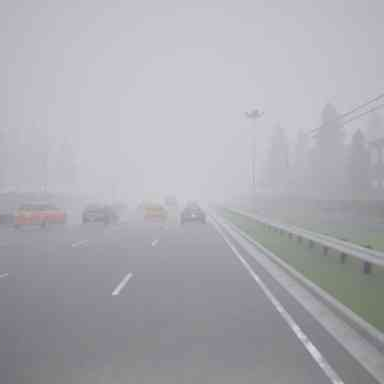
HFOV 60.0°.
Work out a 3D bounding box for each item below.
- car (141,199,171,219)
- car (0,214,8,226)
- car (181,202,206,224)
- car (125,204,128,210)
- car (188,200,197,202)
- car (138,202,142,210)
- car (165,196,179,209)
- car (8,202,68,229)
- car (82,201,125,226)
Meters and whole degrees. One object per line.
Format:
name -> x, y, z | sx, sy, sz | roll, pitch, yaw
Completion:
car -> -3.408, 1.767, 32.522 | 1.882, 1.535, 5.008 | 0, 0, 0
car -> -13.906, 1.798, 22.118 | 1.895, 1.301, 4.718 | 0, 0, 0
car -> 0.092, 1.809, 27.453 | 1.994, 1.385, 4.181 | 0, 0, 0
car -> -10.413, 2.020, 47.194 | 1.895, 1.301, 4.718 | 0, 0, 0
car -> 0.083, 2.013, 52.400 | 2.033, 1.411, 5.357 | 0, 0, 0
car -> -6.914, 2.007, 49.900 | 1.994, 1.385, 4.181 | 0, 0, 0
car -> -3.414, 1.711, 55.031 | 2.150, 2.045, 5.566 | 0, 0, 0
car -> -10.406, 1.559, 23.245 | 2.097, 1.767, 4.553 | 0, -1, 0
car -> -6.908, 1.719, 25.465 | 2.128, 1.511, 4.902 | 0, 0, 0
